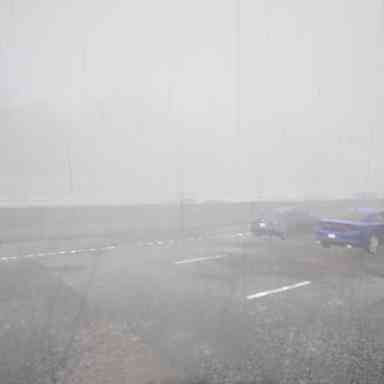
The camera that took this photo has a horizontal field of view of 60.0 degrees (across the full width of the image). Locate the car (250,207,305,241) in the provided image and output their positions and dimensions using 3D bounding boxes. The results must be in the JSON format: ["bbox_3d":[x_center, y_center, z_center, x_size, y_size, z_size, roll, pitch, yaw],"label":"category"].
[{"bbox_3d":[4.748,1.423,15.839,4.181,1.385,1.994,0,1,-35],"label":"car"}]

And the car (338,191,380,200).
[{"bbox_3d":[20.312,0.941,39.824,5.566,2.045,2.150,0,1,-35],"label":"car"}]

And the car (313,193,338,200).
[{"bbox_3d":[17.844,1.236,42.379,4.181,1.385,1.994,0,1,-36],"label":"car"}]

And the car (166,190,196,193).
[{"bbox_3d":[-1.850,0.801,36.984,5.566,2.045,2.150,0,1,-35],"label":"car"}]

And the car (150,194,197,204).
[{"bbox_3d":[-0.879,1.176,29.120,4.892,1.490,1.837,0,1,-35],"label":"car"}]

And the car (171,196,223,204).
[{"bbox_3d":[1.026,1.243,26.181,4.674,1.442,1.812,0,1,-35],"label":"car"}]

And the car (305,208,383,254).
[{"bbox_3d":[6.906,1.384,13.079,5.008,1.535,1.882,0,1,-35],"label":"car"}]

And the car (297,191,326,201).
[{"bbox_3d":[16.400,0.843,45.629,5.566,2.045,2.150,0,1,-35],"label":"car"}]

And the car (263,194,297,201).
[{"bbox_3d":[12.029,1.085,46.819,4.892,1.490,1.837,0,1,-35],"label":"car"}]
